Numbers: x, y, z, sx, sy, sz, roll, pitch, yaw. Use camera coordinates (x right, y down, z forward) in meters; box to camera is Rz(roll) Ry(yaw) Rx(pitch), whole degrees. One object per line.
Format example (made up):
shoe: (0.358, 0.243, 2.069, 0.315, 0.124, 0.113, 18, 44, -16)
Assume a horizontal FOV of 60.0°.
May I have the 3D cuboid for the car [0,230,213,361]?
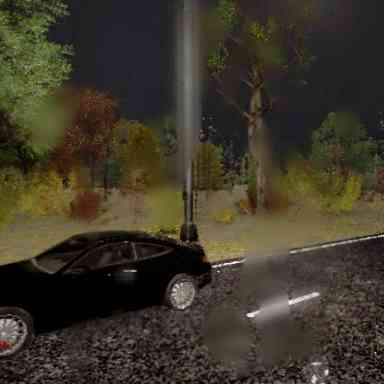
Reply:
car: (-1.728, 1.470, 5.972, 4.674, 1.442, 1.812, -1, 1, -36)
